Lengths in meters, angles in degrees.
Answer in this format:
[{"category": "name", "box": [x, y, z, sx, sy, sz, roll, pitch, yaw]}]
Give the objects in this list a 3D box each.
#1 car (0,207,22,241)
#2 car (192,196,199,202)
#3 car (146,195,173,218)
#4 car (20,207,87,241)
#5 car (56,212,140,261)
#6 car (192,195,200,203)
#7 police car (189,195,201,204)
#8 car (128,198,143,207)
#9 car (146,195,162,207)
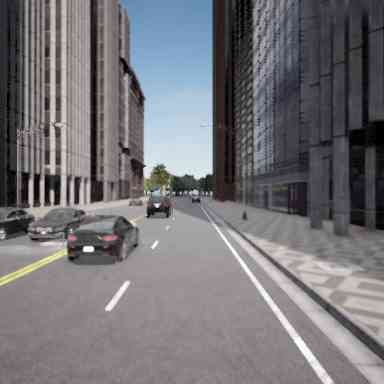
[{"category": "car", "box": [-9.853, 1.591, 17.217, 1.837, 1.490, 4.892, 0, 0, 0]}, {"category": "car", "box": [0.955, 1.958, 91.544, 1.812, 1.442, 4.674, 0, 0, 0]}, {"category": "car", "box": [-3.157, 1.386, 32.897, 2.150, 2.045, 5.566, 0, 0, 0]}, {"category": "car", "box": [-6.604, 1.591, 17.227, 1.837, 1.490, 4.892, 0, 0, 0]}, {"category": "car", "box": [-3.145, 1.588, 12.433, 1.812, 1.442, 4.674, 0, 0, 0]}, {"category": "car", "box": [0.955, 1.756, 85.515, 2.097, 1.767, 4.553, 0, 0, 0]}, {"category": "police car", "box": [0.957, 1.786, 75.654, 1.930, 1.638, 5.238, 0, 0, 0]}, {"category": "car", "box": [-9.802, 1.830, 58.262, 2.033, 1.411, 5.357, 0, 0, 1]}, {"category": "car", "box": [-6.557, 1.504, 58.200, 2.150, 2.045, 5.566, 0, 0, 1]}]
